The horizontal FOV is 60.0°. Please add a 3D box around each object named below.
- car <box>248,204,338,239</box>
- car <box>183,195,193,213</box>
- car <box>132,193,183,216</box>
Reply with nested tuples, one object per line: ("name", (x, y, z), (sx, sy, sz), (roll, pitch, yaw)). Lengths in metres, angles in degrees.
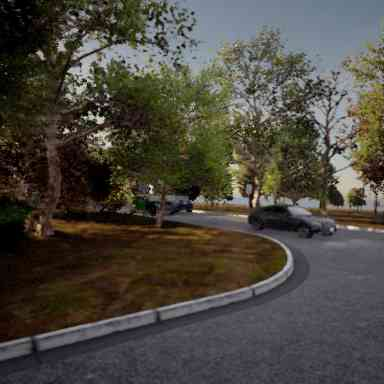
("car", (4.807, 1.357, 16.528), (1.812, 1.442, 4.674), (2, 0, -36))
("car", (-1.965, 1.008, 31.468), (2.097, 1.767, 4.553), (2, 0, -39))
("car", (-3.176, 0.964, 27.530), (2.097, 1.767, 4.553), (2, 0, -37))
